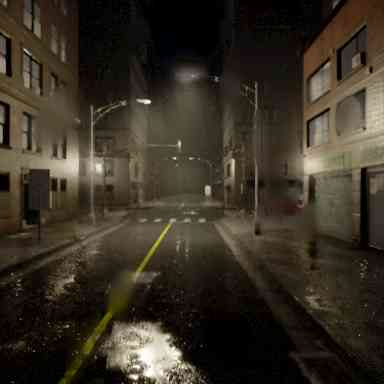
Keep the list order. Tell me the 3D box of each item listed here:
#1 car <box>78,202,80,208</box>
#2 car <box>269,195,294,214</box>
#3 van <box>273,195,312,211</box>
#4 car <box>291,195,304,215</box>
[{"bbox_3d":[-15.523,1.453,39.068,4.403,1.369,2.008,0,0,1],"label":"car"},{"bbox_3d":[10.006,1.257,32.761,4.553,1.767,2.097,0,0,-3],"label":"car"},{"bbox_3d":[11.671,1.239,38.786,3.998,1.788,1.690,0,0,1],"label":"van"},{"bbox_3d":[11.600,1.349,30.261,4.097,1.590,1.967,0,0,1],"label":"car"}]
